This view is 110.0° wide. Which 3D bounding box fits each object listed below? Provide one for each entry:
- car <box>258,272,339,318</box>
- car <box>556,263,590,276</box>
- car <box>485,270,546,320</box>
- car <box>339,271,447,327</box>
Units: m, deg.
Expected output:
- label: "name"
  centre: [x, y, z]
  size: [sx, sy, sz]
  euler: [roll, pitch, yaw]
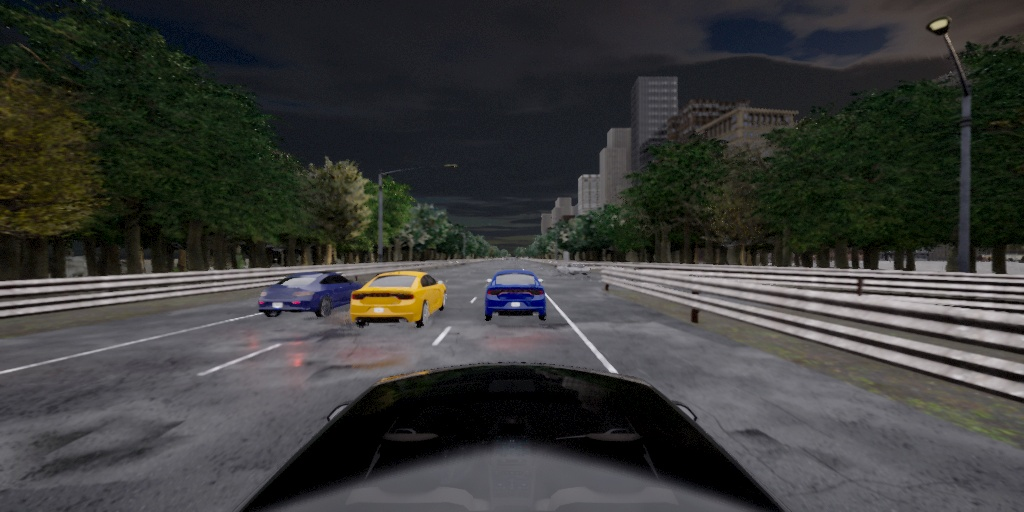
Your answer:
- label: "car"
  centre: [-6.898, 1.278, 12.857]
  size: [1.812, 1.442, 4.674]
  euler: [0, 0, 0]
- label: "car"
  centre: [6.328, 1.424, 38.020]
  size: [1.895, 1.301, 4.718]
  euler: [0, 0, -15]
- label: "car"
  centre: [0.103, 1.231, 12.722]
  size: [1.882, 1.535, 5.008]
  euler: [0, 0, 0]
- label: "car"
  centre: [-3.398, 1.230, 11.635]
  size: [1.882, 1.535, 5.008]
  euler: [0, 0, 0]
